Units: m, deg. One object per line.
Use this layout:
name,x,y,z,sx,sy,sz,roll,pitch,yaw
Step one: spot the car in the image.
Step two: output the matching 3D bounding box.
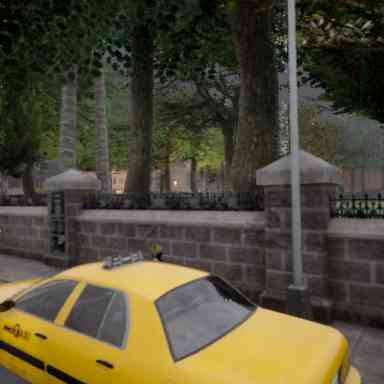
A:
car,-1.020,1.491,4.011,5.366,1.575,1.801,-1,0,35
